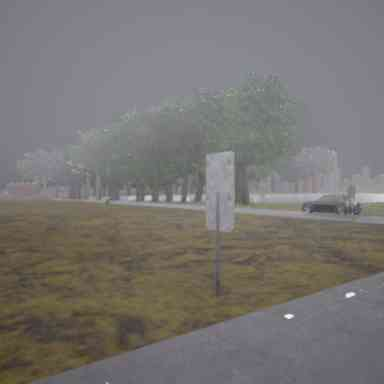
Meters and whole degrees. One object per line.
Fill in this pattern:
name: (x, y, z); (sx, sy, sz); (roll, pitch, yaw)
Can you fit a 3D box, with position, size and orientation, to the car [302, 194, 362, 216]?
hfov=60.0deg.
car: (11.340, 0.966, 27.323); (2.097, 1.767, 4.553); (0, 0, -34)
